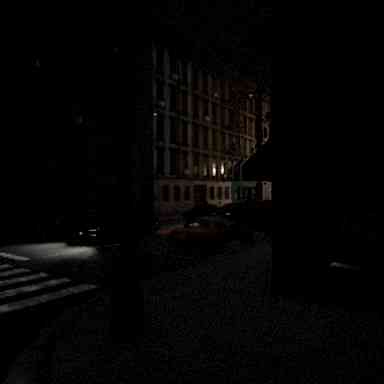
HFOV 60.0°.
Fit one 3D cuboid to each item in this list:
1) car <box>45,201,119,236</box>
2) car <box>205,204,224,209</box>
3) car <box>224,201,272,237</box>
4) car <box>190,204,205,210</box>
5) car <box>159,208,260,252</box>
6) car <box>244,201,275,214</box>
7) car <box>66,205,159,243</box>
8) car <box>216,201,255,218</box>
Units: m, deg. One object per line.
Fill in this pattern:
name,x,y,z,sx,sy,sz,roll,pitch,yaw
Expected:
car,-5.646,1.473,18.848,2.192,1.841,5.009,-1,0,36
car,3.273,1.640,26.866,1.812,1.442,4.674,-1,0,36
car,4.180,1.396,18.749,2.192,1.841,5.009,-1,0,36
car,1.001,1.702,28.057,1.947,1.339,4.313,-1,0,36
car,0.957,1.617,14.282,1.752,1.417,4.829,-1,0,36
car,7.646,1.695,37.267,1.802,1.307,4.206,-1,0,36
car,-3.691,1.642,17.220,1.837,1.490,4.892,-1,0,36
car,4.323,1.670,32.662,1.887,1.381,4.507,-1,0,36
